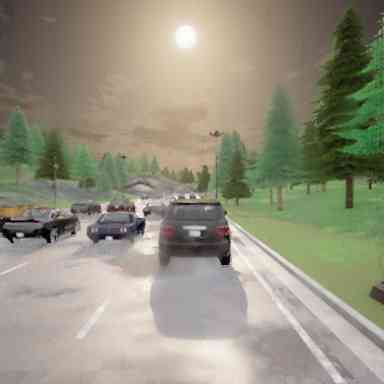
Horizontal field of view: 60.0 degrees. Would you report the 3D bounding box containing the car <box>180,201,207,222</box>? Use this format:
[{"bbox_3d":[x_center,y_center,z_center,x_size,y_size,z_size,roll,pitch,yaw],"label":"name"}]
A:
[{"bbox_3d":[0.129,1.562,27.689,2.033,1.411,5.357,0,0,0],"label":"car"}]

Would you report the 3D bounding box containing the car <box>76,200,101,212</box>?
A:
[{"bbox_3d":[-10.353,1.508,32.784,2.128,1.511,4.902,0,0,0],"label":"car"}]

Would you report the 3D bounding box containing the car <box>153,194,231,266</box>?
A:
[{"bbox_3d":[0.098,1.228,11.761,2.150,2.045,5.566,0,0,0],"label":"car"}]

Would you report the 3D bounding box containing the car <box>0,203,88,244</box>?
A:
[{"bbox_3d":[-6.885,1.501,15.779,2.128,1.511,4.902,0,0,0],"label":"car"}]

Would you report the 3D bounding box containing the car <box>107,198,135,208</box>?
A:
[{"bbox_3d":[-6.854,1.369,32.518,2.097,1.767,4.553,0,0,0],"label":"car"}]

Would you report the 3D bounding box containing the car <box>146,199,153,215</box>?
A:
[{"bbox_3d":[-3.357,1.617,31.185,1.895,1.301,4.718,0,0,0],"label":"car"}]

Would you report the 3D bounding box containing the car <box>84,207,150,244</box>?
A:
[{"bbox_3d":[-3.383,1.609,15.872,1.895,1.301,4.718,0,0,0],"label":"car"}]
